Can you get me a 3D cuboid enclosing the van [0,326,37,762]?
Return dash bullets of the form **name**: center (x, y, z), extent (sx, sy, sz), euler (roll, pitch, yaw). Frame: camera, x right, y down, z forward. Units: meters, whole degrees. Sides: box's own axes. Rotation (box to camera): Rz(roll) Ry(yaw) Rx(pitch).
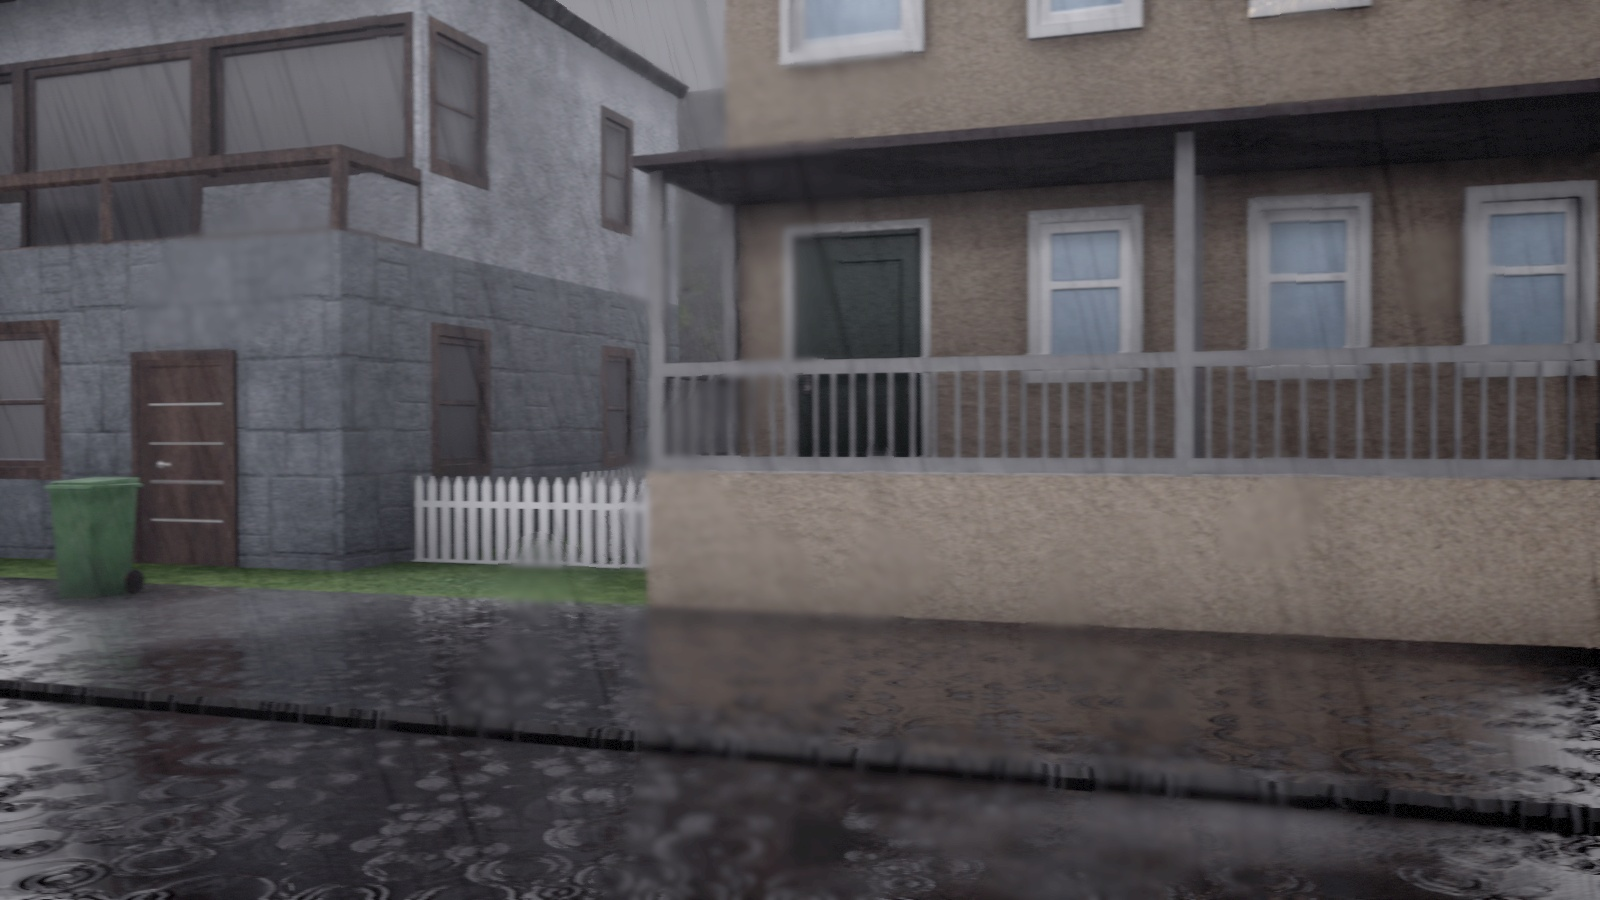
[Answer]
- **van**: center (-6.135, 0.434, 5.781), extent (4.480, 2.038, 2.069), euler (1, 1, 19)
